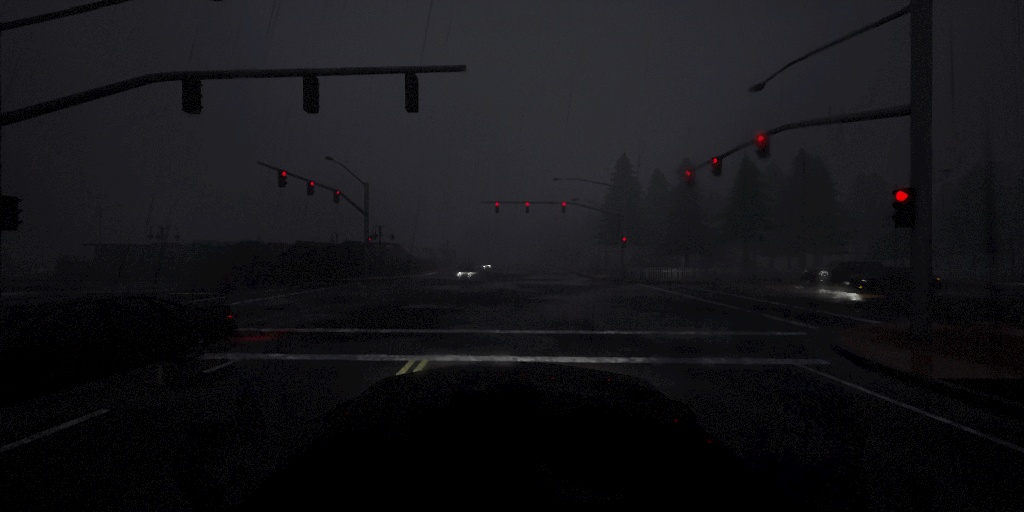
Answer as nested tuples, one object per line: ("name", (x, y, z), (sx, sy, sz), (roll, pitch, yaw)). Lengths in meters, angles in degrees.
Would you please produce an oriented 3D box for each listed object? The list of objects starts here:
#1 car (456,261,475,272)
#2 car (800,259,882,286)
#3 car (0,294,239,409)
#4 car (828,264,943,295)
("car", (-5.893, 1.366, 45.631), (1.994, 1.385, 4.181), (0, 1, 1))
("car", (21.144, 1.099, 22.766), (4.553, 1.767, 2.097), (0, 0, 3))
("car", (-6.965, 1.332, 5.427), (2.033, 1.411, 5.357), (0, 0, 2))
("car", (20.174, 1.311, 19.310), (4.181, 1.385, 1.994), (0, 0, 3))
